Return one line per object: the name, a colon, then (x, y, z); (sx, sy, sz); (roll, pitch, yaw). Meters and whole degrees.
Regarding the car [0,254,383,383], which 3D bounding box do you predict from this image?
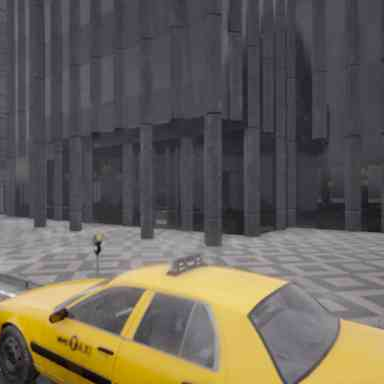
car: (-0.284, 1.462, 3.640); (5.366, 1.575, 1.801); (0, 0, 35)
